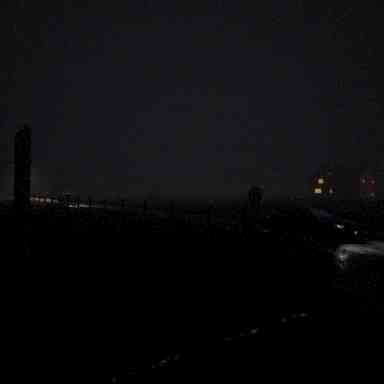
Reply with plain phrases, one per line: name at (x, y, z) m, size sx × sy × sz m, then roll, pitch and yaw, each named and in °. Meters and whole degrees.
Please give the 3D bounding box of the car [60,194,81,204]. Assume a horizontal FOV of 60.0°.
car at (-17.491, 0.976, 47.759) m, size 2.128 × 1.511 × 4.902 m, roll 1°, pitch 0°, yaw -36°

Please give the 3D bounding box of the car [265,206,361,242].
car at (5.689, 1.438, 16.222) m, size 1.812 × 1.442 × 4.674 m, roll 1°, pitch 0°, yaw -36°
